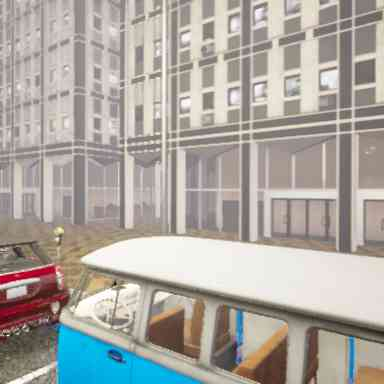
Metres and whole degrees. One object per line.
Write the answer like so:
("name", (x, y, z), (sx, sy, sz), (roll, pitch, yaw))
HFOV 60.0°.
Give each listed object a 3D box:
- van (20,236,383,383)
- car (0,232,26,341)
("van", (0.646, 1.336, 2.417), (3.998, 1.788, 1.690), (1, 0, 35))
("car", (-3.988, 1.394, 5.722), (4.097, 1.590, 1.967), (1, 0, 35))
